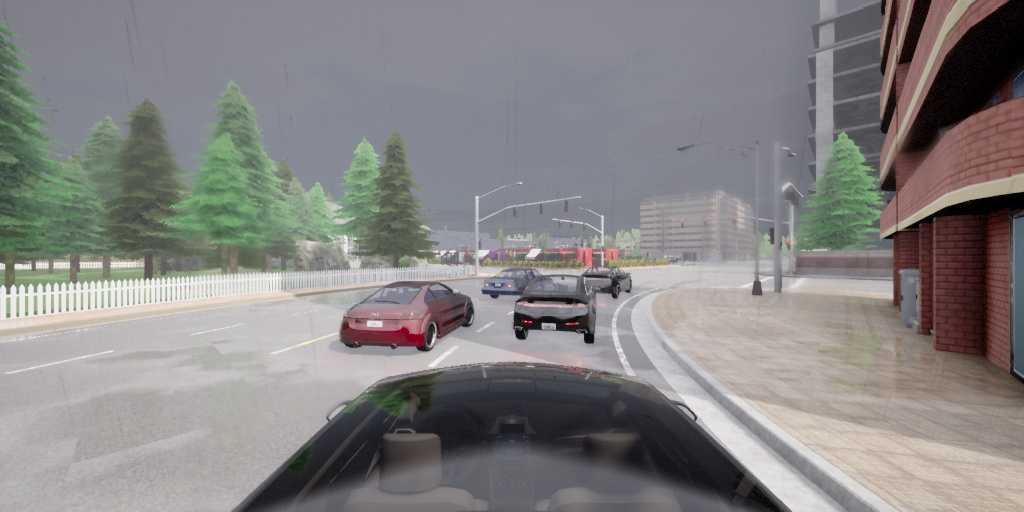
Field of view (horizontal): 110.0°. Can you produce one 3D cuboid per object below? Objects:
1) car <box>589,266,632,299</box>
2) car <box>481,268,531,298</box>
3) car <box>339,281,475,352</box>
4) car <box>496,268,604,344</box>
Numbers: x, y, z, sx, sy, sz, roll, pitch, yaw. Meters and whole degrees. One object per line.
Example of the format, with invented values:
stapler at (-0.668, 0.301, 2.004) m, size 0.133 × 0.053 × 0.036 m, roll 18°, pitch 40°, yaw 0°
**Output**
car at (4.834, 1.236, 18.319) m, size 2.128 × 1.511 × 4.902 m, roll 1°, pitch 1°, yaw 29°
car at (0.461, 1.297, 17.805) m, size 2.033 × 1.411 × 5.357 m, roll 0°, pitch 0°, yaw 25°
car at (-2.367, 1.314, 9.086) m, size 1.994 × 1.385 × 4.181 m, roll 0°, pitch 0°, yaw 10°
car at (1.343, 1.242, 9.758) m, size 2.128 × 1.511 × 4.902 m, roll 0°, pitch 0°, yaw 14°
